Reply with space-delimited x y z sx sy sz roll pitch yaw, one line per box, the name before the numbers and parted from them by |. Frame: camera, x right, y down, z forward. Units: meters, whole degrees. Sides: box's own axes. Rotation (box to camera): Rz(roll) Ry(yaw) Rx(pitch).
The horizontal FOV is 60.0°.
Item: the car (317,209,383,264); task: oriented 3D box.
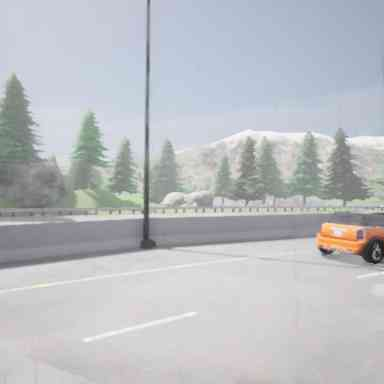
car | 6.870 1.450 12.273 4.553 1.767 2.097 1 0 -27
